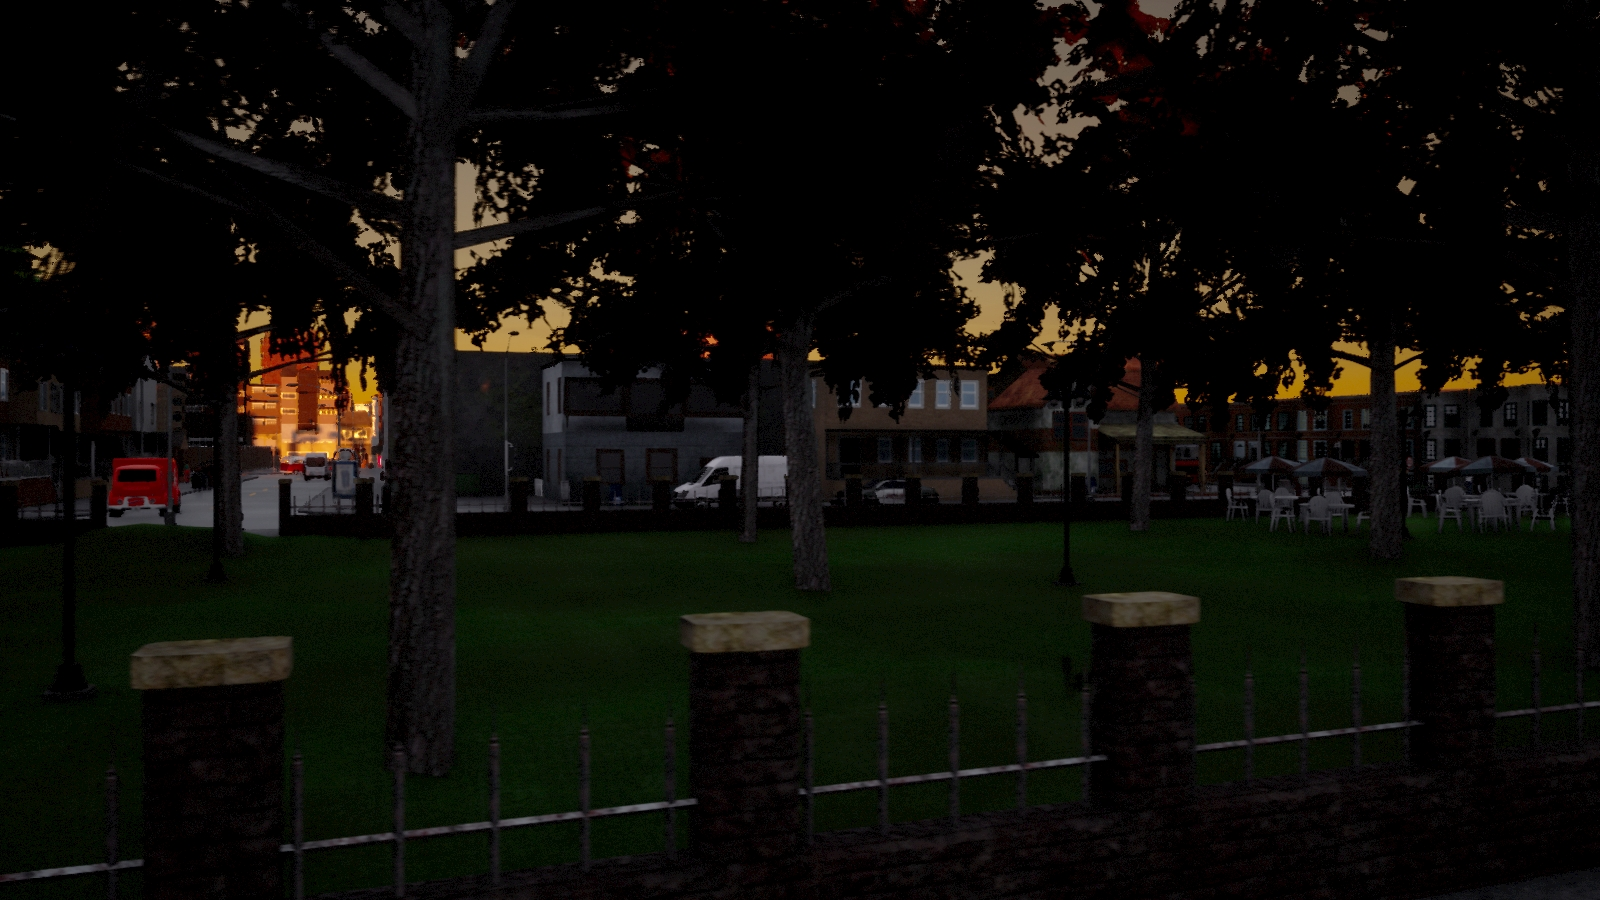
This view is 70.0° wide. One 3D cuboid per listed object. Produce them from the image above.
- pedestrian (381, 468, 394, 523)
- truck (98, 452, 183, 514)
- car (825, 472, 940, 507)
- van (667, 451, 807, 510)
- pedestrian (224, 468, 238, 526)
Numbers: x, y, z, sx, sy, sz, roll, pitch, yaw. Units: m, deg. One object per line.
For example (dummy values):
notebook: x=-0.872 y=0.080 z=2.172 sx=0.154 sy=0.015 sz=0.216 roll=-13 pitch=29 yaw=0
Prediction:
pedestrian: x=-13.859 y=1.525 z=38.391 sx=0.375 sy=1.860 sz=0.375 roll=0 pitch=0 yaw=-14
truck: x=-27.935 y=1.355 z=48.591 sx=2.627 sy=2.467 sz=5.204 roll=0 pitch=0 yaw=-24
car: x=3.884 y=1.817 z=53.566 sx=4.974 sy=1.542 sz=2.038 roll=0 pitch=0 yaw=-21
van: x=-2.807 y=1.314 z=51.013 sx=5.915 sy=2.561 sz=1.988 roll=0 pitch=0 yaw=-20
pedestrian: x=-18.533 y=1.525 z=37.191 sx=0.375 sy=1.860 sz=0.375 roll=0 pitch=0 yaw=-20
